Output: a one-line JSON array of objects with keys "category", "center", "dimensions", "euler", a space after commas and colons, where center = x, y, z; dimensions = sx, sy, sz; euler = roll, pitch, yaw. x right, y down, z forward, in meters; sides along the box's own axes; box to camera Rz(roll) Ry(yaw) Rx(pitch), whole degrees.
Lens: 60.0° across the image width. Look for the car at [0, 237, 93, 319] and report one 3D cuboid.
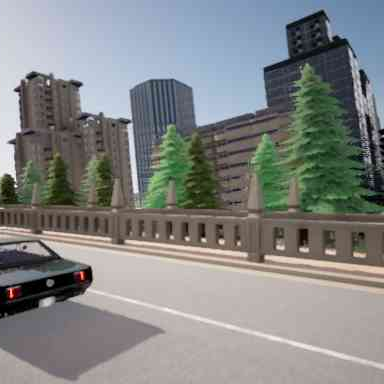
[{"category": "car", "center": [-4.320, 1.631, 7.061], "dimensions": [4.718, 1.301, 1.895], "euler": [0, 0, 35]}]
